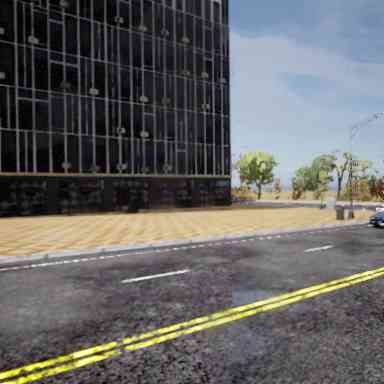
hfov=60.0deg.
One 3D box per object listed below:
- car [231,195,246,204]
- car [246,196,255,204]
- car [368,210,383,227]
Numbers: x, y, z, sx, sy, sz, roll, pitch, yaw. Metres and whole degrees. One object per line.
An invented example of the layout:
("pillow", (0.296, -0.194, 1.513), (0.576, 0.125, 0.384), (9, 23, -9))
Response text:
("car", (7.434, 1.419, 63.600), (2.097, 1.767, 4.553), (-1, 1, -32))
("car", (10.239, 1.538, 65.282), (1.812, 1.442, 4.674), (-1, 1, -32))
("car", (13.468, 1.525, 21.250), (5.357, 1.411, 2.033), (0, 0, -35))
